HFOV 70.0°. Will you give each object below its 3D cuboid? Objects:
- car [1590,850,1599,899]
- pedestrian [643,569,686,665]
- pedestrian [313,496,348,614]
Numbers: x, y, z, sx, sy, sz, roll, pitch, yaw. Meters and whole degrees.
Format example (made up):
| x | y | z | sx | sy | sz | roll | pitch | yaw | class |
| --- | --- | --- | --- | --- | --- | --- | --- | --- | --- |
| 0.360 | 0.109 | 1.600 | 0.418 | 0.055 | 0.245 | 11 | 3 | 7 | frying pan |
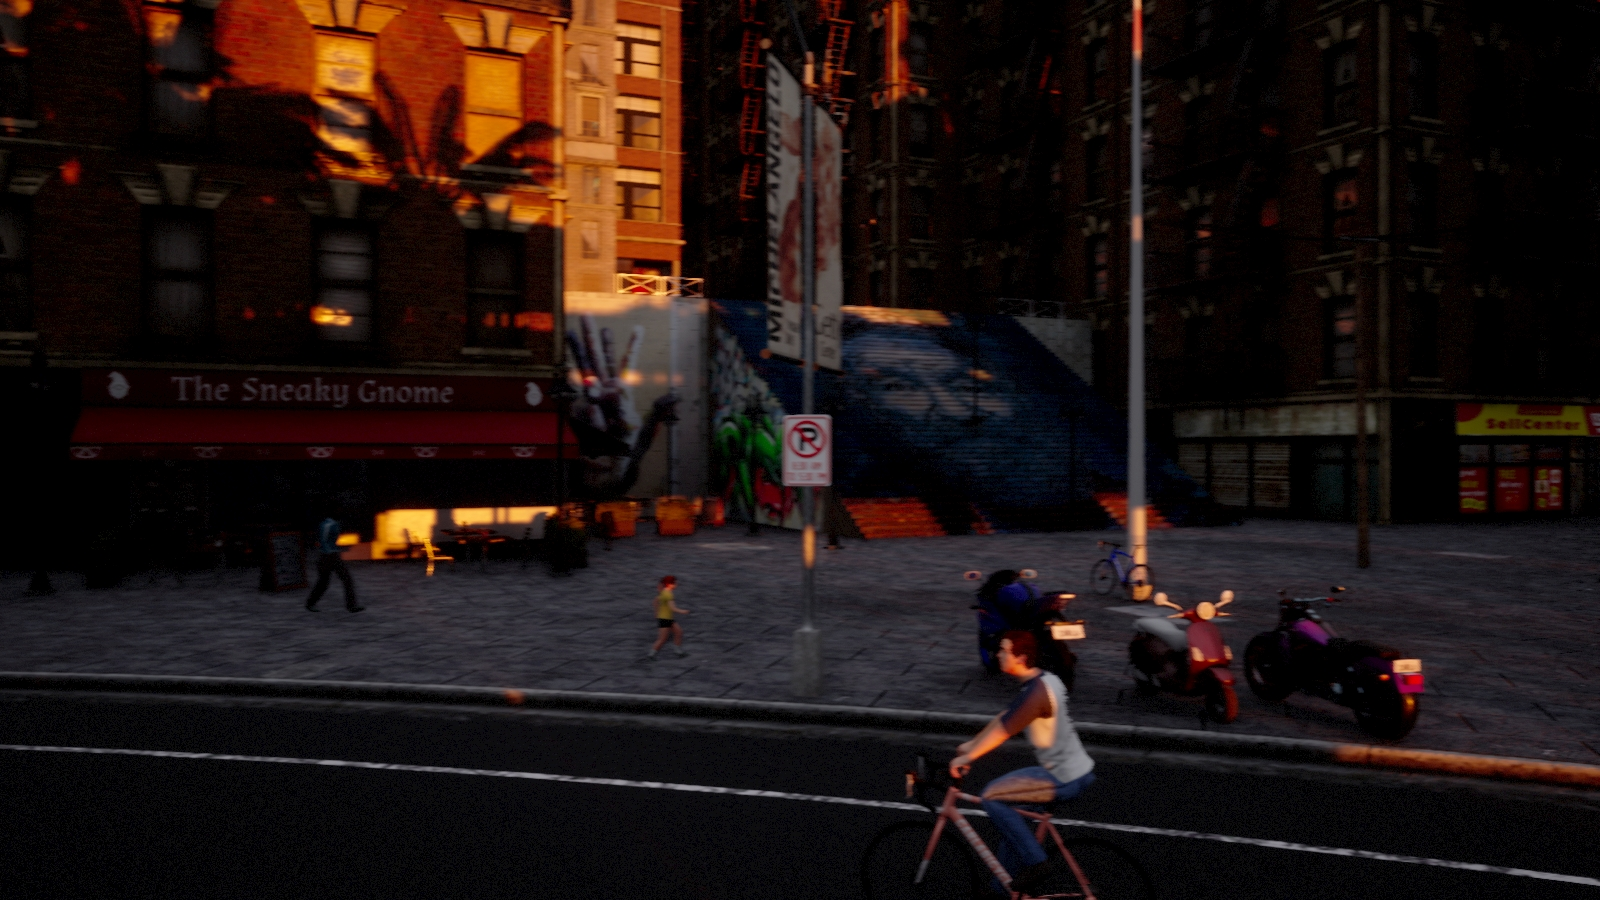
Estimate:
| x | y | z | sx | sy | sz | roll | pitch | yaw | class |
| --- | --- | --- | --- | --- | --- | --- | --- | --- | --- |
| 4.253 | 2.030 | 1.541 | 5.006 | 1.535 | 2.097 | 0 | 0 | 27 | car |
| -1.681 | 2.057 | 14.156 | 0.500 | 1.100 | 0.500 | 0 | 0 | -10 | pedestrian |
| -7.533 | 1.674 | 18.336 | 0.375 | 1.860 | 0.375 | 0 | 0 | 15 | pedestrian |
